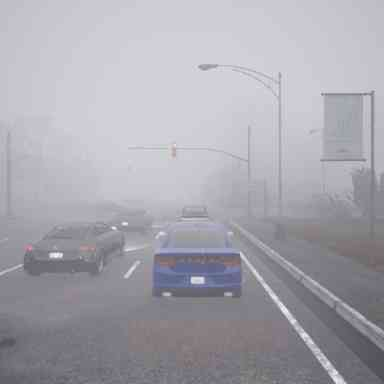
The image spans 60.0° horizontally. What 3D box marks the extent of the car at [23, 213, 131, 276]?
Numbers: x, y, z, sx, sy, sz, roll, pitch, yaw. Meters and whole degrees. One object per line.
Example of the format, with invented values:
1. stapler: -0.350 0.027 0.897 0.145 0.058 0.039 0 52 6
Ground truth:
1. car: -3.395 1.564 10.385 1.994 1.385 4.181 0 0 1

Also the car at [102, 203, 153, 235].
1. car: -3.373 1.564 18.768 1.994 1.385 4.181 0 0 0

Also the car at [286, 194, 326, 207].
1. car: 14.784 1.221 41.791 5.566 2.045 2.150 0 0 2

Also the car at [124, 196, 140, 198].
1. car: -10.503 1.491 55.436 2.128 1.511 4.902 0 0 0

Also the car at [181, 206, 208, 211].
1. car: 0.127 1.491 18.110 2.128 1.511 4.902 0 0 0

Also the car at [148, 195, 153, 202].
1. car: -10.389 1.524 74.392 1.812 1.442 4.674 0 0 0

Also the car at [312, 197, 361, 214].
1. car: 15.426 1.525 34.521 4.674 1.442 1.812 0 0 3

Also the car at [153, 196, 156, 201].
1. car: -10.374 1.549 84.418 1.994 1.385 4.181 0 0 0

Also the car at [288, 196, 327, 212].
1. car: 14.071 1.478 38.306 5.008 1.535 1.882 0 0 3

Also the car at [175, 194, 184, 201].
1. car: -3.372 1.349 85.969 2.097 1.767 4.553 0 0 0

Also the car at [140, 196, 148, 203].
1. car: -10.429 1.564 64.788 1.994 1.385 4.181 0 0 2

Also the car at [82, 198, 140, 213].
1. car: -7.793 1.525 32.365 4.674 1.442 1.812 0 0 3

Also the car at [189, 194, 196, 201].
1. car: 0.127 1.533 85.577 2.033 1.411 5.357 0 0 0

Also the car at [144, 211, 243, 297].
1. car: 0.112 1.478 8.611 1.882 1.535 5.008 0 0 0

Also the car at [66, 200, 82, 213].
1. car: -11.411 1.564 36.079 4.181 1.385 1.994 0 0 3
